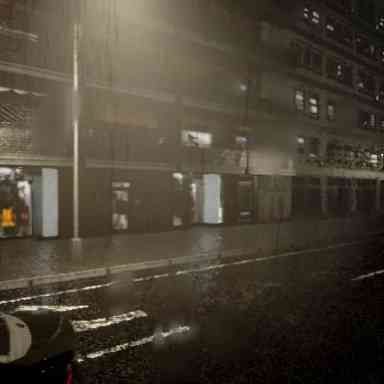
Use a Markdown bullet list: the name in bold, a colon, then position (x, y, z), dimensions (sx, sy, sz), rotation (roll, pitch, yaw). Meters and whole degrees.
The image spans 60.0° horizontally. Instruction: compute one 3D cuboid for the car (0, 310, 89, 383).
- **car**: position (-3.018, 1.501, 1.561), dimensions (4.892, 1.490, 1.837), rotation (0, 0, -36)
